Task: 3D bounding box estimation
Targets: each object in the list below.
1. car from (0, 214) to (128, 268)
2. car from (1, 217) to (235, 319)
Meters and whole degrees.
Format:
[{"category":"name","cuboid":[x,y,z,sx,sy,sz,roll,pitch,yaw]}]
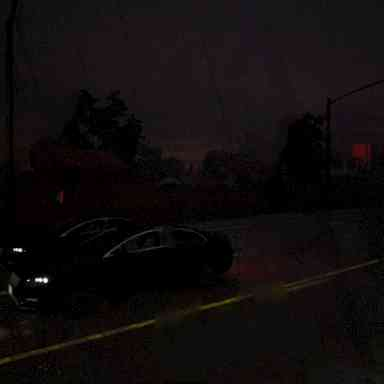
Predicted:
[{"category":"car","cuboid":[-3.191,1.464,10.314,4.902,1.511,2.128,-1,0,-36]},{"category":"car","cuboid":[-1.256,1.465,7.395,4.902,1.511,2.128,-1,0,-36]}]
